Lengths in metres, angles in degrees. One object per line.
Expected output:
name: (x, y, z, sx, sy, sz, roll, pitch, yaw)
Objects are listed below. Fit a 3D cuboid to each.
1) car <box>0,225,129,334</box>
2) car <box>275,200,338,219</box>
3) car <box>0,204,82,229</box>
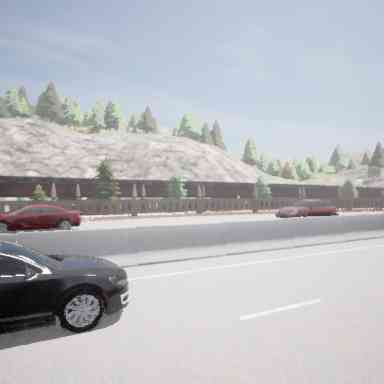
car: (-3.465, 1.504, 5.337, 4.892, 1.490, 1.837, 0, 0, -29)
car: (8.168, 1.347, 23.771, 4.553, 1.767, 2.097, 0, 0, -26)
car: (-8.798, 1.472, 18.617, 5.008, 1.535, 1.882, 0, 0, -29)
